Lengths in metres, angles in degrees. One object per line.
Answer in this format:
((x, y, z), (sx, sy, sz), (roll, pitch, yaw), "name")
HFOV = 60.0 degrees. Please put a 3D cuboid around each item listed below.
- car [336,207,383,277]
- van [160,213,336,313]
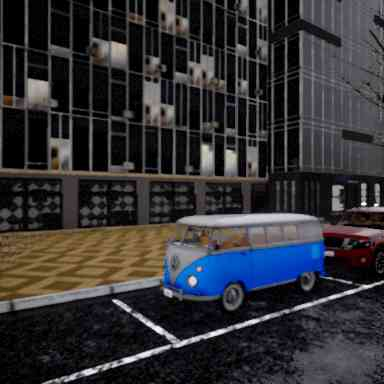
((5.908, 1.423, 10.777), (5.009, 1.841, 2.192), (1, -1, -35), "car")
((1.268, 1.393, 7.470), (3.998, 1.788, 1.690), (1, -1, -35), "van")
